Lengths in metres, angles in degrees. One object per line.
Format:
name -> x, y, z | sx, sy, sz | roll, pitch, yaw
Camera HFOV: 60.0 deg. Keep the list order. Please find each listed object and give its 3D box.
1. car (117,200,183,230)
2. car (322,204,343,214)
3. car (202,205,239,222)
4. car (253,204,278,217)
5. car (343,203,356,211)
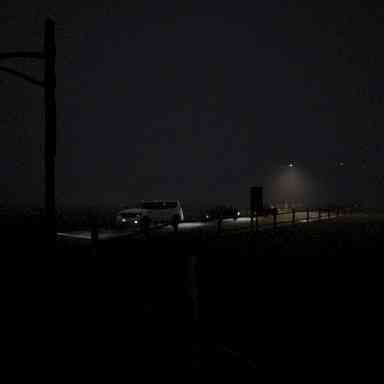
car -> -2.947, 1.608, 24.601 | 2.150, 2.045, 5.566 | 0, -1, 36
car -> 21.832, 2.620, 52.189 | 1.812, 1.442, 4.674 | 0, -2, 36
car -> 2.869, 2.067, 32.539 | 2.128, 1.511, 4.902 | 0, -1, 36
car -> 8.900, 2.265, 40.768 | 2.128, 1.511, 4.902 | 0, -1, 36
car -> 29.807, 2.867, 63.089 | 1.837, 1.490, 4.892 | 0, -1, 36
